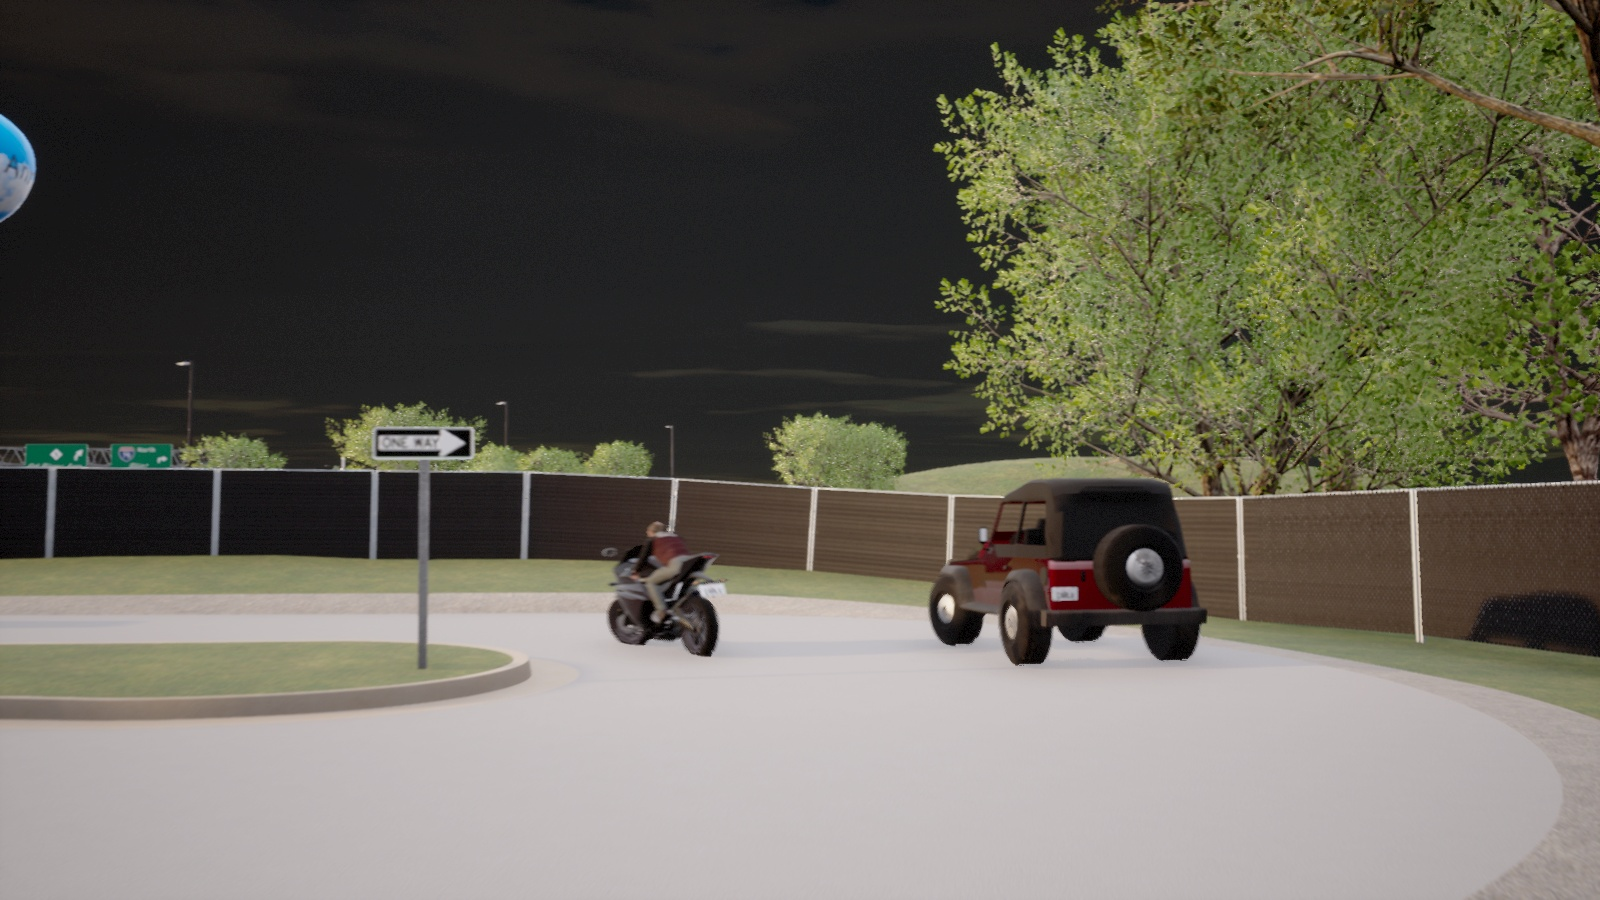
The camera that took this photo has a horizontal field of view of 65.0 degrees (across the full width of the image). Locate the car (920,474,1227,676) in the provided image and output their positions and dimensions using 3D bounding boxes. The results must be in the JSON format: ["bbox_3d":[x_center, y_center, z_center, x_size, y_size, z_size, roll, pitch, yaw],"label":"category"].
[{"bbox_3d":[2.796,1.304,13.842,1.905,1.878,3.866,0,-4,-11],"label":"car"}]

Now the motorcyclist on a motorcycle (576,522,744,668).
[{"bbox_3d":[-1.669,1.626,14.639,0.866,1.530,2.191,-1,-2,-38],"label":"motorcyclist on a motorcycle"}]
